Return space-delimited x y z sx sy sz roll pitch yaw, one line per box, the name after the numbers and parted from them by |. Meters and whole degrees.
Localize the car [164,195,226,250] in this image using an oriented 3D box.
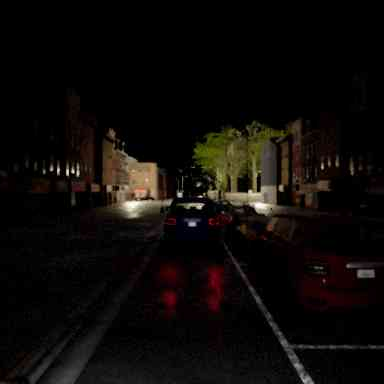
0.014 1.230 14.421 2.150 2.045 5.566 0 0 0 | car

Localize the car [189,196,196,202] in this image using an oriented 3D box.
0.098 1.738 85.794 1.812 1.442 4.674 0 0 0 | car

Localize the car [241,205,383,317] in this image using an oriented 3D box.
2.635 1.321 7.419 2.192 1.841 5.009 0 0 0 | car

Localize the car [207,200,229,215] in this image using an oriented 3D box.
2.669 1.595 35.529 2.008 1.369 4.403 -1 0 0 | car

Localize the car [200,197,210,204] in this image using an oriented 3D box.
2.706 1.735 69.261 1.947 1.339 4.313 -1 0 0 | car

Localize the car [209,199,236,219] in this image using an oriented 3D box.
2.661 1.471 29.909 1.967 1.590 4.097 0 0 0 | car

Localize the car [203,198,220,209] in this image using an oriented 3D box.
2.681 1.625 46.774 2.008 1.369 4.403 -1 0 0 | car

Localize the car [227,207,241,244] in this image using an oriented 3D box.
2.644 1.534 13.210 1.752 1.417 4.829 0 0 0 | car

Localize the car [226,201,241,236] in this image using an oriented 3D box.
2.649 1.454 18.664 1.967 1.590 4.097 0 0 0 | car

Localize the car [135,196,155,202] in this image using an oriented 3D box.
-11.887 1.674 84.352 4.892 1.490 1.837 0 0 0 | car
